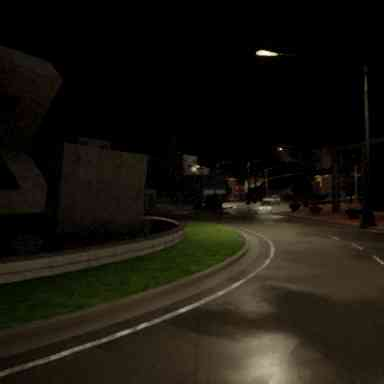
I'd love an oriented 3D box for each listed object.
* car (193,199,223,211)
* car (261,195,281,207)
[{"bbox_3d":[2.234,1.755,46.131,2.097,1.767,4.553,-1,-1,45],"label":"car"},{"bbox_3d":[14.968,1.658,62.923,2.150,2.045,5.566,-1,-1,34],"label":"car"}]
